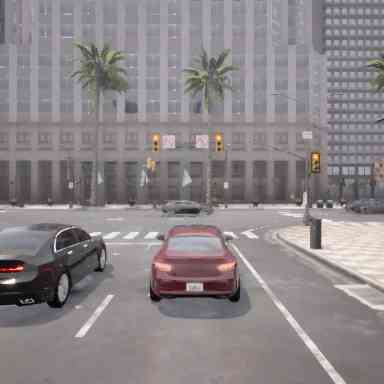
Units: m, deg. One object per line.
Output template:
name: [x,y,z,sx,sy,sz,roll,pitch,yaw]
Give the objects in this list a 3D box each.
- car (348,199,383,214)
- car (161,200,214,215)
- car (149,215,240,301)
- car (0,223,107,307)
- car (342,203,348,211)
car: [19.052,1.564,34.485,4.181,1.385,1.994,0,0,0]
car: [-0.442,1.491,30.812,4.902,1.511,2.128,0,0,0]
car: [0.075,1.526,8.212,1.812,1.442,4.674,0,0,1]
car: [-3.435,1.505,7.960,1.837,1.490,4.892,0,0,0]
car: [19.774,1.491,37.985,4.902,1.511,2.128,0,0,0]
